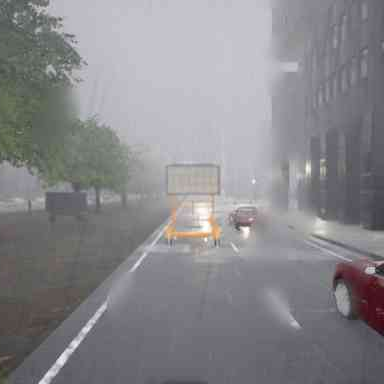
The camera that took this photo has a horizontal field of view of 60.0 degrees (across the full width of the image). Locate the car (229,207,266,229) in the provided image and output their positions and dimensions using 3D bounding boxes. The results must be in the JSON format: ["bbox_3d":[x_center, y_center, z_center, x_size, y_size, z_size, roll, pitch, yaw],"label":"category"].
[{"bbox_3d":[3.632,1.666,22.290,1.994,1.385,4.181,0,0,0],"label":"car"}]

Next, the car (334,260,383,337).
[{"bbox_3d":[3.604,1.493,4.321,1.882,1.535,5.008,0,0,0],"label":"car"}]

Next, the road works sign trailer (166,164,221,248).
[{"bbox_3d":[0.040,0.526,15.019,2.380,3.560,2.880,0,0,0],"label":"road works sign trailer"}]
